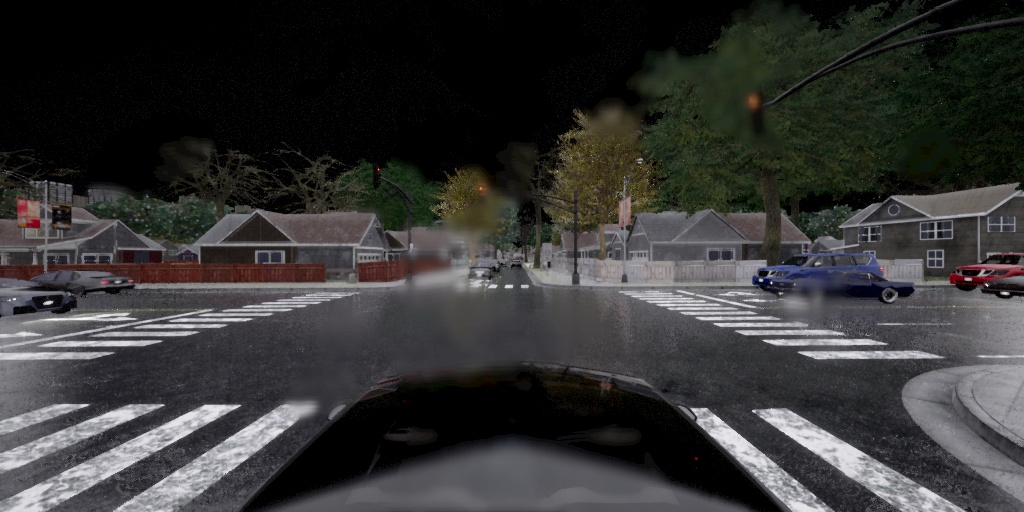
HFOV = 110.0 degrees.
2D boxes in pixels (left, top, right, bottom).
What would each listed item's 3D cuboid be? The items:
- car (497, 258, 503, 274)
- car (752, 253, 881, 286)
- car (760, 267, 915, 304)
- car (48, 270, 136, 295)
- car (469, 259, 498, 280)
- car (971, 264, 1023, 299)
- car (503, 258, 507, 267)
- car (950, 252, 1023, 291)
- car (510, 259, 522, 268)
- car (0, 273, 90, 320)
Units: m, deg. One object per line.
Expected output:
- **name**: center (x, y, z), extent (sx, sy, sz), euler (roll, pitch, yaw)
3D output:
- **car**: center (-2.459, 1.126, 42.282), extent (2.097, 1.767, 4.553), euler (0, 0, 1)
- **car**: center (15.487, 0.868, 18.277), extent (5.566, 2.045, 2.150), euler (0, 0, 1)
- **car**: center (13.557, 1.260, 15.045), extent (4.718, 1.301, 1.895), euler (0, 0, 1)
- **car**: center (-23.114, 1.424, 18.856), extent (5.357, 1.411, 2.033), euler (0, 0, 2)
- **car**: center (-2.615, 1.255, 31.448), extent (2.128, 1.511, 4.902), euler (0, 0, 0)
- **car**: center (23.207, 1.153, 14.888), extent (5.357, 1.411, 2.033), euler (0, 0, 1)
- **car**: center (-2.069, 1.150, 64.722), extent (2.097, 1.767, 4.553), euler (0, 0, 1)
- **car**: center (25.853, 0.811, 18.091), extent (5.566, 2.045, 2.150), euler (0, 0, 1)
- **car**: center (0.747, 1.300, 61.391), extent (1.837, 1.490, 4.892), euler (0, 0, 1)
- **car**: center (-17.589, 1.410, 12.112), extent (4.181, 1.385, 1.994), euler (0, 0, 1)
